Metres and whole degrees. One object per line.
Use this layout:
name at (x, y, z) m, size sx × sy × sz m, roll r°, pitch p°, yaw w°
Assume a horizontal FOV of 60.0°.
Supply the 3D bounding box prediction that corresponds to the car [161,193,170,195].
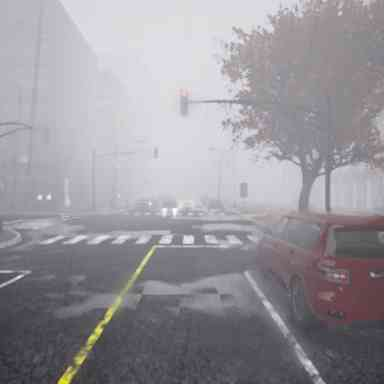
car at (-5.737, 1.281, 61.333) m, size 1.967 × 1.590 × 4.097 m, roll 0°, pitch 0°, yaw 0°

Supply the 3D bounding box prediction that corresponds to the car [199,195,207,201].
car at (2.629, 1.335, 78.108) m, size 1.752 × 1.417 × 4.829 m, roll 0°, pitch 0°, yaw 0°

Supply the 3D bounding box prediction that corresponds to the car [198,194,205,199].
car at (2.616, 1.336, 94.536) m, size 2.008 × 1.369 × 4.403 m, roll 0°, pitch 0°, yaw 0°

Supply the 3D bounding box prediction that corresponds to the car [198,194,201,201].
car at (2.639, 1.412, 66.872) m, size 1.802 × 1.307 × 4.206 m, roll 0°, pitch 0°, yaw 0°

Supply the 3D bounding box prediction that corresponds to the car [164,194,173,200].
car at (-5.755, 1.241, 83.464) m, size 1.967 × 1.590 × 4.097 m, roll 0°, pitch 0°, yaw 0°

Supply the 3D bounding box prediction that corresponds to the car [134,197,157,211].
car at (-5.719, 1.438, 39.202) m, size 2.008 × 1.369 × 4.403 m, roll 0°, pitch 0°, yaw 0°

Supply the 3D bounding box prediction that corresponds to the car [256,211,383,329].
car at (2.687, 1.293, 6.820) m, size 2.192 × 1.841 × 5.009 m, roll 0°, pitch 0°, yaw 0°

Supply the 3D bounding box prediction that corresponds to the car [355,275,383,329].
car at (2.691, 1.561, 1.298) m, size 1.947 × 1.339 × 4.313 m, roll 0°, pitch 0°, yaw 0°

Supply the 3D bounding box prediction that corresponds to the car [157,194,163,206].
car at (-5.729, 1.414, 50.268) m, size 2.008 × 1.369 × 4.403 m, roll 0°, pitch 0°, yaw 0°

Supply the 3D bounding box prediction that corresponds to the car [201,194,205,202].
car at (2.651, 1.387, 50.444) m, size 1.752 × 1.417 × 4.829 m, roll 0°, pitch 0°, yaw 0°

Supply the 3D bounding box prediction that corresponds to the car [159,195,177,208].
car at (-3.036, 1.481, 46.210) m, size 1.895 × 1.301 × 4.718 m, roll 0°, pitch 0°, yaw 0°

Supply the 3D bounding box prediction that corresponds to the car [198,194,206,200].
car at (2.621, 1.337, 89.003) m, size 1.887 × 1.381 × 4.507 m, roll 0°, pitch 0°, yaw 0°

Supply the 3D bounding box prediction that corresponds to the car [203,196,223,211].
car at (2.661, 1.431, 39.209) m, size 1.887 × 1.381 × 4.507 m, roll 0°, pitch 0°, yaw 0°
